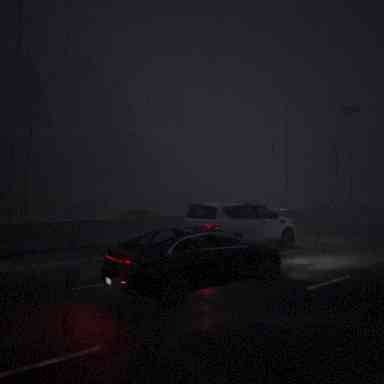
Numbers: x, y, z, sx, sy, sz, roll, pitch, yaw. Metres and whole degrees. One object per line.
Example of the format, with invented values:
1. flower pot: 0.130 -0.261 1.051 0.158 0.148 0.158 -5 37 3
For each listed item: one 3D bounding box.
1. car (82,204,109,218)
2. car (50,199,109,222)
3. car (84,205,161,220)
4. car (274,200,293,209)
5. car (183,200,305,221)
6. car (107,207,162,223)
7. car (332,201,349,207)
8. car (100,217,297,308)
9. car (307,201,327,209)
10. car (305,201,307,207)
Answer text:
1. car: -5.664 1.913 26.213 4.902 1.511 2.128 0 -1 -39
2. car: -10.346 1.743 31.385 5.566 2.045 2.150 0 -1 -40
3. car: -4.387 1.842 22.738 5.008 1.535 1.882 0 -1 -39
4. car: 17.076 2.330 61.918 1.837 1.490 4.892 -1 -1 34
5. car: 2.097 1.421 13.880 5.566 2.045 2.150 0 0 -40
6. car: -5.282 2.093 31.073 4.718 1.301 1.895 0 -1 -41
7. car: 23.517 2.162 52.714 1.837 1.490 4.892 -1 -1 36
8. car: 0.216 1.618 8.289 4.902 1.511 2.128 0 -1 -37
9. car: 21.191 2.237 55.522 1.812 1.442 4.674 -1 -1 35
10. car: 21.310 2.331 62.053 1.812 1.442 4.674 -1 -1 32
